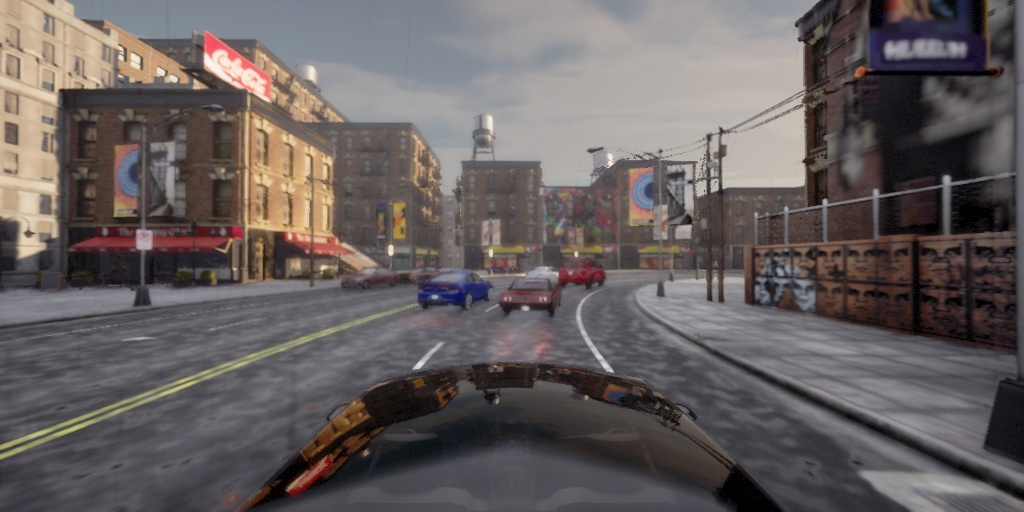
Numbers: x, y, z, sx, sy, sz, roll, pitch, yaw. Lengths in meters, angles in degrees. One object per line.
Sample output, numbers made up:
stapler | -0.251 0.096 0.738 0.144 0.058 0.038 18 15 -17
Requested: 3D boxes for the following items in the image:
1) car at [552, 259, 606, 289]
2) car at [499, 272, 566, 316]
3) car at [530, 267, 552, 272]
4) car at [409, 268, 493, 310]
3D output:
car | 5.157 1.242 26.067 2.150 2.045 5.566 0 0 29
car | 0.924 1.488 14.155 1.895 1.301 4.718 0 -1 12
car | 2.730 1.572 28.771 1.812 1.442 4.674 0 -1 31
car | -2.284 1.381 15.687 1.882 1.535 5.008 0 0 13
